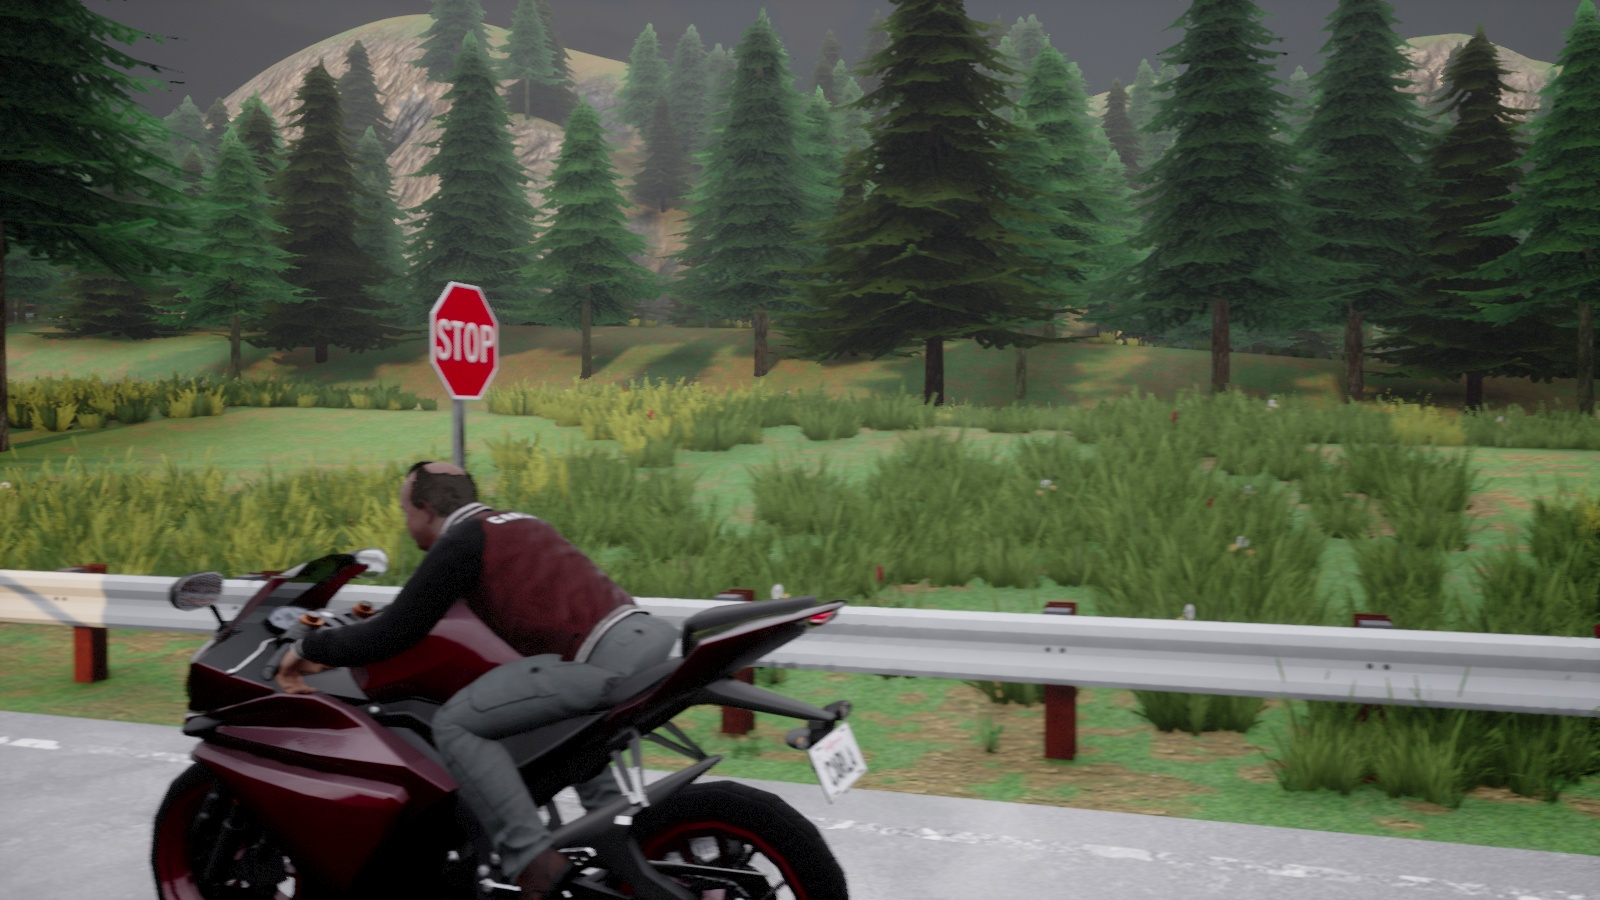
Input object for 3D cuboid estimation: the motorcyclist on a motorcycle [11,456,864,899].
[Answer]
[{"bbox_3d":[-0.998,0.801,3.529,2.191,1.530,0.866,1,1,19],"label":"motorcyclist on a motorcycle"}]
